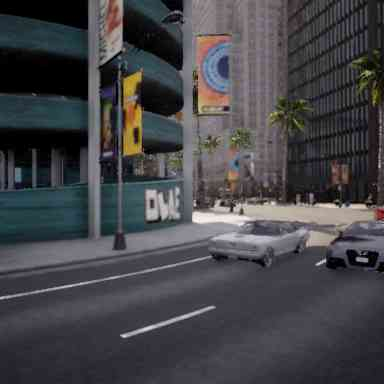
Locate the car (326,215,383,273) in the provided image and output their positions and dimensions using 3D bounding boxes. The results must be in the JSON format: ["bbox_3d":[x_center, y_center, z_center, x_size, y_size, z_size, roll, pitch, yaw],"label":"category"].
[{"bbox_3d":[5.683,1.625,10.496,1.994,1.385,4.181,0,-1,35],"label":"car"}]

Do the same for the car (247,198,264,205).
[{"bbox_3d":[13.577,1.993,71.091,2.231,1.521,4.892,0,0,-18],"label":"car"}]

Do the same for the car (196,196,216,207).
[{"bbox_3d":[2.471,1.706,61.201,2.150,2.045,5.566,0,-1,-18],"label":"car"}]

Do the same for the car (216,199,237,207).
[{"bbox_3d":[6.509,2.019,60.021,1.994,1.385,4.181,0,-1,-17],"label":"car"}]

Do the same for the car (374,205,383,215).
[{"bbox_3d":[16.276,1.620,26.631,1.882,1.535,5.008,0,0,10],"label":"car"}]

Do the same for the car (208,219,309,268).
[{"bbox_3d":[2.551,1.688,11.894,1.895,1.301,4.718,-1,-1,37],"label":"car"}]
